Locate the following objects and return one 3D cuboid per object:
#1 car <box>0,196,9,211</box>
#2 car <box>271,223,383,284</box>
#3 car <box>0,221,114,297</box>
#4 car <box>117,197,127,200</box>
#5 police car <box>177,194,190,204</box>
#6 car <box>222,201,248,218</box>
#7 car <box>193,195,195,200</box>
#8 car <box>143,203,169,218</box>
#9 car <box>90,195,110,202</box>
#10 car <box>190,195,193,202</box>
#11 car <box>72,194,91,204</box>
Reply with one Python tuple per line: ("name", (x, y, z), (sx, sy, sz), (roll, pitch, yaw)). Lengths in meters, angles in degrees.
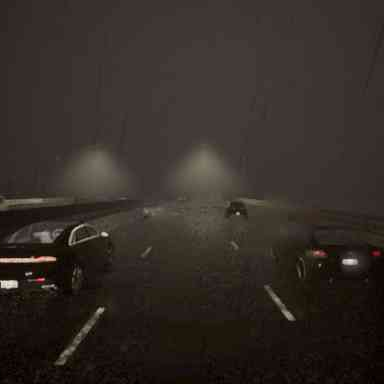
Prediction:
("car", (-13.954, 1.245, 21.118), (2.150, 2.045, 5.566), (0, 0, 1))
("car", (3.639, 1.575, 9.631), (1.994, 1.385, 4.181), (0, 0, 0))
("car", (-3.366, 1.499, 8.593), (2.128, 1.511, 4.902), (0, 0, 0))
("car", (-12.913, 1.687, 61.498), (1.994, 1.385, 4.181), (0, 0, 3))
("police car", (-2.016, 1.672, 70.813), (2.038, 1.542, 4.974), (0, 0, 2))
("car", (3.887, 1.551, 30.218), (1.837, 1.490, 4.892), (0, 0, 1))
("car", (-0.958, 1.716, 92.914), (1.801, 1.575, 5.366), (0, 0, 3))
("car", (-3.117, 1.644, 30.167), (1.895, 1.301, 4.718), (0, 0, 1))
("car", (-16.437, 1.622, 60.789), (1.837, 1.490, 4.892), (0, 0, 3))
("car", (-1.525, 1.432, 81.801), (2.150, 2.045, 5.566), (0, 0, 3))
("car", (-19.924, 1.338, 60.863), (2.150, 2.045, 5.566), (0, 0, 2))
